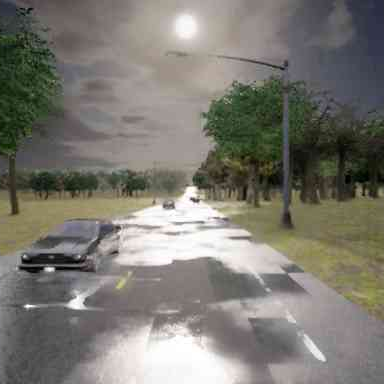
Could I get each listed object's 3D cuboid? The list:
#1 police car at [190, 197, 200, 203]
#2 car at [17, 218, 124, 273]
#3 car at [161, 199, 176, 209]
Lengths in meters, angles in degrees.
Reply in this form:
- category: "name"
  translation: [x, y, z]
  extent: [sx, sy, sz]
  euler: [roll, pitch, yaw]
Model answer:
- category: "police car"
  translation: [1.084, 2.143, 90.497]
  extent: [1.930, 1.638, 5.238]
  euler: [0, -1, 0]
- category: "car"
  translation: [-3.595, 1.593, 11.067]
  extent: [2.033, 1.411, 5.357]
  euler: [0, 0, 0]
- category: "car"
  translation: [-3.551, 1.785, 51.078]
  extent: [1.837, 1.490, 4.892]
  euler: [0, 0, 0]
